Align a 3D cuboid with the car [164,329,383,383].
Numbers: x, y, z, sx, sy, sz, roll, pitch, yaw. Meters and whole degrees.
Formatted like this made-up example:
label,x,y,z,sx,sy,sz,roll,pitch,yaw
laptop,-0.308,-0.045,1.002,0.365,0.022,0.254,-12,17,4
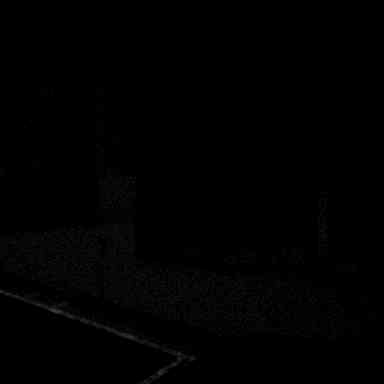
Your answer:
label,x,y,z,sx,sy,sz,roll,pitch,yaw
car,1.659,1.565,1.895,4.313,1.339,1.947,0,0,35
